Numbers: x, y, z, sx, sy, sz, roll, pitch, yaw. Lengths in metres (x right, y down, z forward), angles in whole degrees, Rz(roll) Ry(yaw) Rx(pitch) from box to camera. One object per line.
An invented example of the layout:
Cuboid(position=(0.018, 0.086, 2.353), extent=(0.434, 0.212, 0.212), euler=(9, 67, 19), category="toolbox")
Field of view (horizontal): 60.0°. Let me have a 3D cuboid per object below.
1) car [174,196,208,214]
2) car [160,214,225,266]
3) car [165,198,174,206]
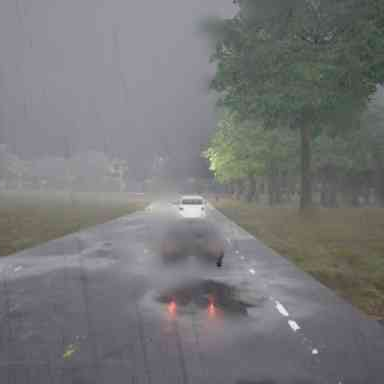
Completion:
Cuboid(position=(0.033, 1.352, 26.195), extent=(2.150, 2.045, 5.566), euler=(0, 0, 1), category="car")
Cuboid(position=(0.040, 1.679, 11.794), extent=(1.895, 1.301, 4.718), euler=(0, 0, 1), category="car")
Cuboid(position=(-3.557, 1.645, 56.740), extent=(1.895, 1.301, 4.718), euler=(0, 1, 1), category="car")
